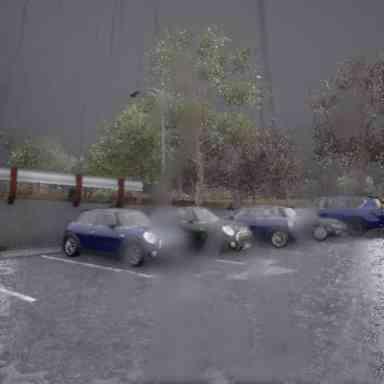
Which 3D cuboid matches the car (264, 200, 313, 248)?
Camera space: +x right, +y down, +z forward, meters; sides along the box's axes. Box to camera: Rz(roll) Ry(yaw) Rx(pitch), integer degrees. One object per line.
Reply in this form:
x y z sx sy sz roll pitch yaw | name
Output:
2.674 1.367 14.896 4.553 1.767 2.185 -1 -1 34 | car

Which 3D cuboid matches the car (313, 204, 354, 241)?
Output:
5.107 1.496 16.676 4.892 1.521 2.231 -1 -1 34 | car

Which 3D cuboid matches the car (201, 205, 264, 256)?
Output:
0.166 1.366 13.180 4.553 1.767 2.185 -1 -1 34 | car

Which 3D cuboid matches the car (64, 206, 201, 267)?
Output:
-2.294 1.364 11.416 4.553 1.767 2.185 -1 -1 35 | car

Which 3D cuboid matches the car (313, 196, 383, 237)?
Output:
7.541 1.245 18.437 5.566 2.045 2.435 -1 -1 34 | car
